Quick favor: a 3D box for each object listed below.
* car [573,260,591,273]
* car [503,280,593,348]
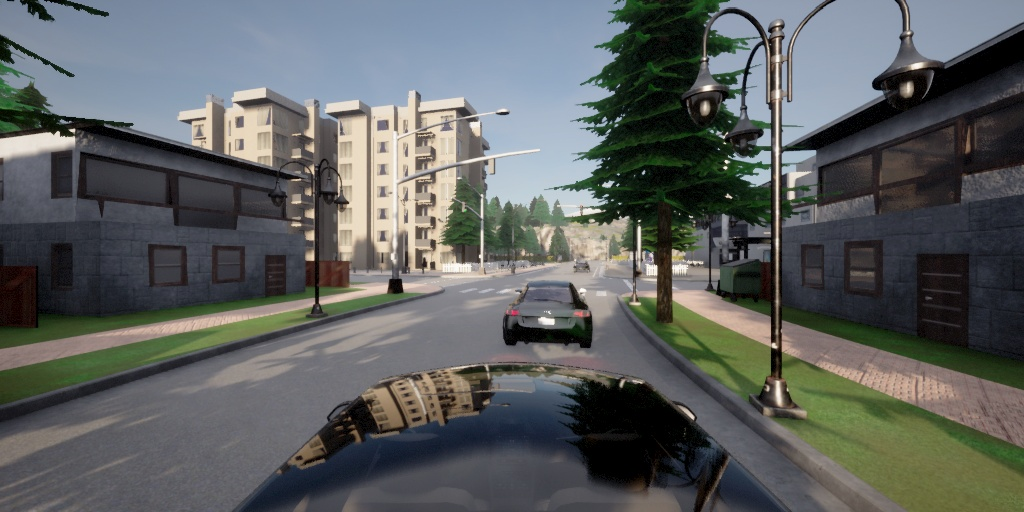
[{"bbox_3d":[8.746,1.276,44.880,2.128,1.511,4.902,0,0,14],"label":"car"},{"bbox_3d":[0.997,1.314,9.335,1.994,1.385,4.181,0,0,8],"label":"car"}]
